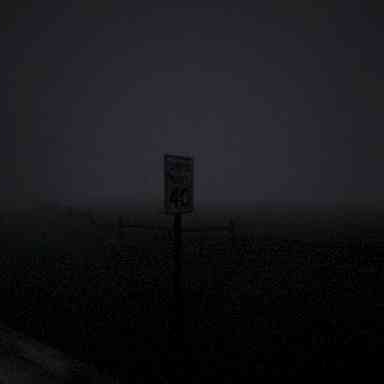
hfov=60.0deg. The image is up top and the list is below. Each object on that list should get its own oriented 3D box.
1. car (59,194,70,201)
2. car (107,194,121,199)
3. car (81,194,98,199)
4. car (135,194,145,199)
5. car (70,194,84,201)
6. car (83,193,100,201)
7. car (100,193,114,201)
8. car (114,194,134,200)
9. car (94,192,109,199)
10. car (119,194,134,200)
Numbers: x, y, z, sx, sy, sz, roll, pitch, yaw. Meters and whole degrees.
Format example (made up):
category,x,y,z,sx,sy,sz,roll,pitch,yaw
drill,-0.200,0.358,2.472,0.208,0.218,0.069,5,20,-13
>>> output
category,x,y,z,sx,sy,sz,roll,pitch,yaw
car,-28.984,1.283,77.634,1.837,1.490,4.892,0,0,10
car,-20.246,1.192,86.646,1.994,1.385,4.181,0,0,10
car,-27.135,1.161,87.889,2.033,1.411,5.357,0,0,10
car,-13.352,1.253,85.434,1.895,1.301,4.718,0,0,10
car,-25.539,1.270,77.013,1.882,1.535,5.008,0,0,10
car,-22.095,1.351,76.392,2.033,1.411,5.357,0,0,10
car,-18.557,1.167,76.288,2.097,1.767,4.553,0,0,10
car,-15.206,1.297,75.150,1.882,1.535,5.008,0,0,10
car,-23.695,0.985,87.238,2.097,1.767,4.553,0,0,10
car,-16.801,1.188,86.025,2.033,1.411,5.357,0,0,10
